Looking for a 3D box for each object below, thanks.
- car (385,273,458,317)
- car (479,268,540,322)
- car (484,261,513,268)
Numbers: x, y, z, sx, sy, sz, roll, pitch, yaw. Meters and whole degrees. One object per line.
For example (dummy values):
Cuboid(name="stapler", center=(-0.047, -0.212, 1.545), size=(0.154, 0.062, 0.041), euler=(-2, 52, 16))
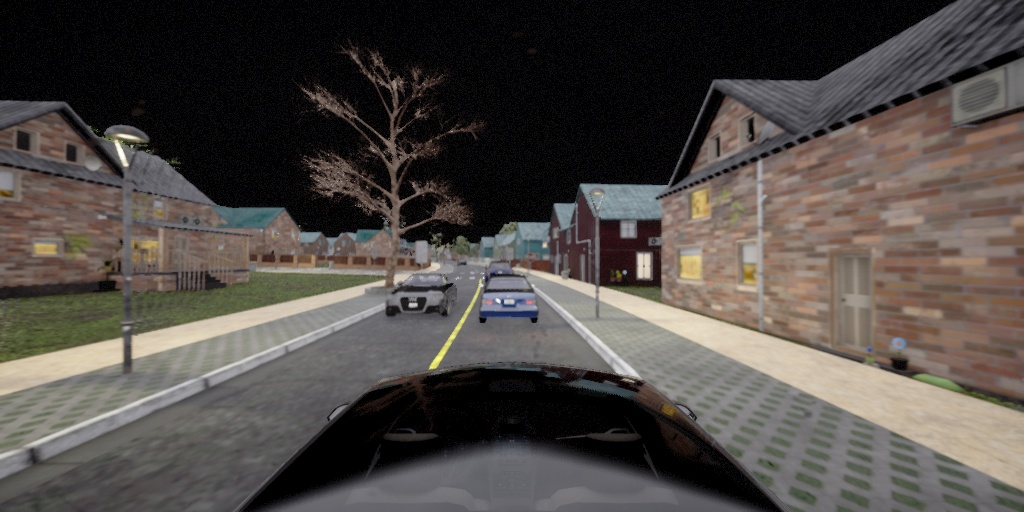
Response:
Cuboid(name="car", center=(-3.114, 1.325, 13.065), size=(1.994, 1.385, 4.181), euler=(0, 0, -2))
Cuboid(name="car", center=(-0.146, 1.306, 12.322), size=(2.033, 1.411, 5.357), euler=(0, 0, -2))
Cuboid(name="car", center=(-0.960, 1.127, 26.484), size=(2.097, 1.767, 4.553), euler=(0, 0, -5))
